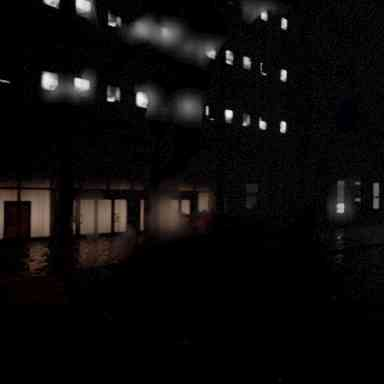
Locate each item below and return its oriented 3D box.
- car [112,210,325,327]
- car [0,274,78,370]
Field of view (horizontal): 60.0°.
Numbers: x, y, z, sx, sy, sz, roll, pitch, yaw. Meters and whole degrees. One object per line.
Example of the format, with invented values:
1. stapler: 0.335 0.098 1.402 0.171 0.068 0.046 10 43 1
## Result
1. car: 0.862 1.365 7.287 5.009 1.841 2.192 1 0 -35
2. car: -3.921 1.515 3.918 4.829 1.417 1.752 1 0 -35
